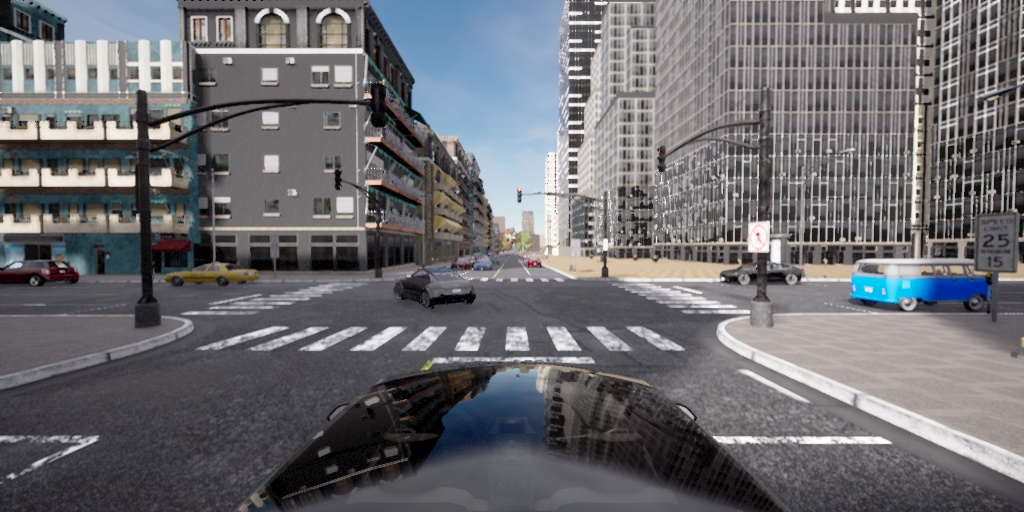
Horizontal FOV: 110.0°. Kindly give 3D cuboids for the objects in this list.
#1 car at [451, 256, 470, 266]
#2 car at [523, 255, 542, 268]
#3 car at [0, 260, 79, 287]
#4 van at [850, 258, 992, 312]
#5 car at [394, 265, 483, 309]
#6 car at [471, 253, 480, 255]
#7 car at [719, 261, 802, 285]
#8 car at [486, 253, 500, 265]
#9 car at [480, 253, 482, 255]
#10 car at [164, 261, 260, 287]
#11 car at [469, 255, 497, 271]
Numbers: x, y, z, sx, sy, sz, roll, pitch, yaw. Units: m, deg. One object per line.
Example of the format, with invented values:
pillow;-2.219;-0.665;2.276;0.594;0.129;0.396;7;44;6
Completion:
car;-5.588;0.845;39.422;1.888;1.381;4.507;0;0;0
car;2.775;0.778;45.105;1.888;1.381;4.507;0;0;0
car;-28.727;0.958;21.386;4.097;1.591;1.967;0;0;0
van;14.719;0.985;12.958;3.998;1.789;1.690;0;0;0
car;-3.267;1.200;14.714;1.994;1.385;4.181;-1;2;-38
car;-5.572;0.673;45.070;1.967;1.591;4.097;0;0;0
car;14.729;0.985;21.336;4.313;1.339;1.948;0;0;0
car;-2.931;0.686;54.683;1.994;1.385;4.181;0;1;0
car;-5.541;0.416;56.368;2.192;1.841;5.009;0;0;0
car;-17.829;1.015;21.374;4.829;1.417;1.751;0;0;0
car;-2.997;0.859;38.429;2.033;1.411;5.357;0;1;0
